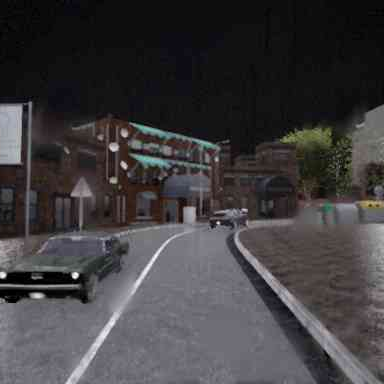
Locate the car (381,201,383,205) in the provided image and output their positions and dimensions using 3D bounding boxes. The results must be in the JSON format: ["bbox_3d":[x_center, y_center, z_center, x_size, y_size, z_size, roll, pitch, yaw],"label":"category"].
[{"bbox_3d":[21.289,1.769,31.669,2.435,2.045,5.566,-2,-3,-12],"label":"car"}]

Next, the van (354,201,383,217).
[{"bbox_3d":[24.102,2.251,44.662,1.878,1.987,4.442,-3,-3,-12],"label":"van"}]

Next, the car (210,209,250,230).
[{"bbox_3d":[2.998,2.067,25.709,1.837,1.490,4.892,-3,-4,27],"label":"car"}]

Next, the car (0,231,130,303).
[{"bbox_3d":[-2.995,1.771,8.734,1.895,1.301,4.718,0,-1,1],"label":"car"}]

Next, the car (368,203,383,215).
[{"bbox_3d":[26.824,2.344,45.333,2.231,1.521,4.892,-3,-3,-12],"label":"car"}]
